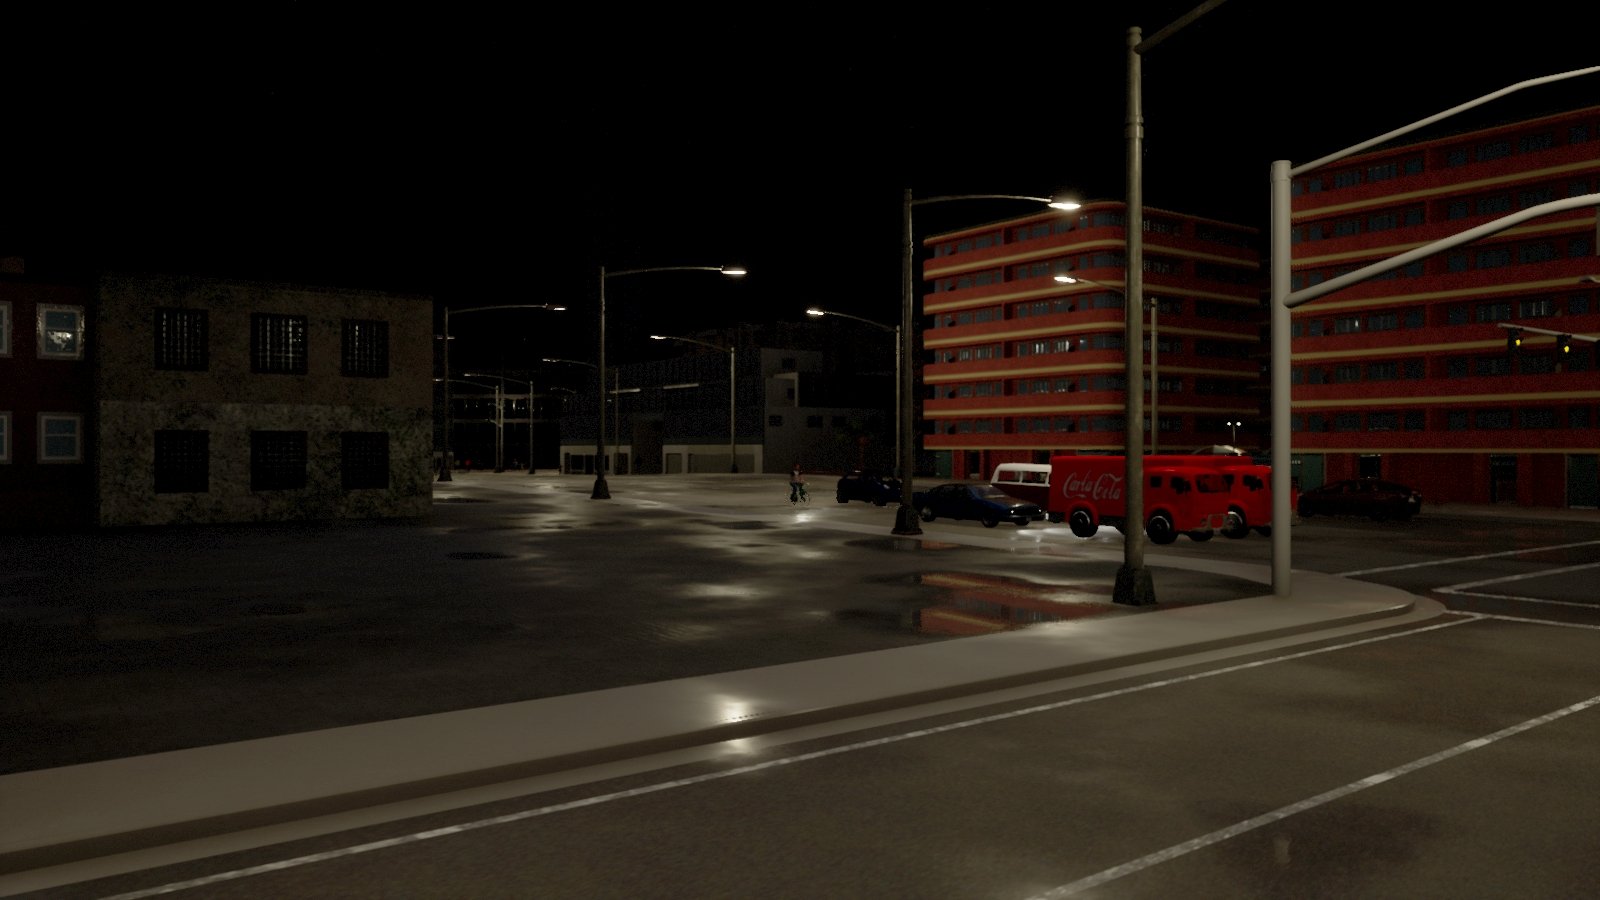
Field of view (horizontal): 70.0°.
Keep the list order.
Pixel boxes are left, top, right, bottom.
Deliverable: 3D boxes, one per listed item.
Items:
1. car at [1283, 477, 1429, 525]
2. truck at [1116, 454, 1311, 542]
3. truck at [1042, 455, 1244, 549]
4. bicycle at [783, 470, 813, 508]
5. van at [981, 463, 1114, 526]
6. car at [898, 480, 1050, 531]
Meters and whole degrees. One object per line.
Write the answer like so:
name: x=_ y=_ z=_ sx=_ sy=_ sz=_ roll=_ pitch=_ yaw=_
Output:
car: x=20.883 y=1.867 z=43.086 sx=2.007 sy=1.525 sz=4.514 roll=0 pitch=1 yaw=-36
truck: x=12.971 y=1.419 z=36.132 sx=2.627 sy=2.467 sz=5.204 roll=0 pitch=1 yaw=-36
truck: x=10.122 y=1.423 z=34.073 sx=2.627 sy=2.467 sz=5.204 roll=0 pitch=1 yaw=-37
bicycle: x=-0.085 y=1.626 z=48.034 sx=0.373 sy=1.521 sz=1.643 roll=0 pitch=1 yaw=-36
van: x=8.945 y=1.542 z=41.620 sx=2.069 sy=2.038 sz=4.480 roll=0 pitch=1 yaw=-36
car: x=5.954 y=1.863 z=39.771 sx=2.033 sy=1.411 sz=5.357 roll=0 pitch=1 yaw=-37
